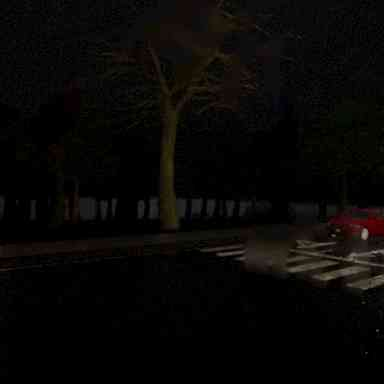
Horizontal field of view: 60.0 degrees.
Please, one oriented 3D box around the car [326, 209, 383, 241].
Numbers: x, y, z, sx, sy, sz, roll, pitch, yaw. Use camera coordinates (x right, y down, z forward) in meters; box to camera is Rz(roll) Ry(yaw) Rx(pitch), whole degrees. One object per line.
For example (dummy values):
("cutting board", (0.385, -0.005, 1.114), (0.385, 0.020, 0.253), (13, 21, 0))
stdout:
("car", (9.385, 1.700, 18.221), (5.008, 1.535, 1.882), (1, -1, -35))
